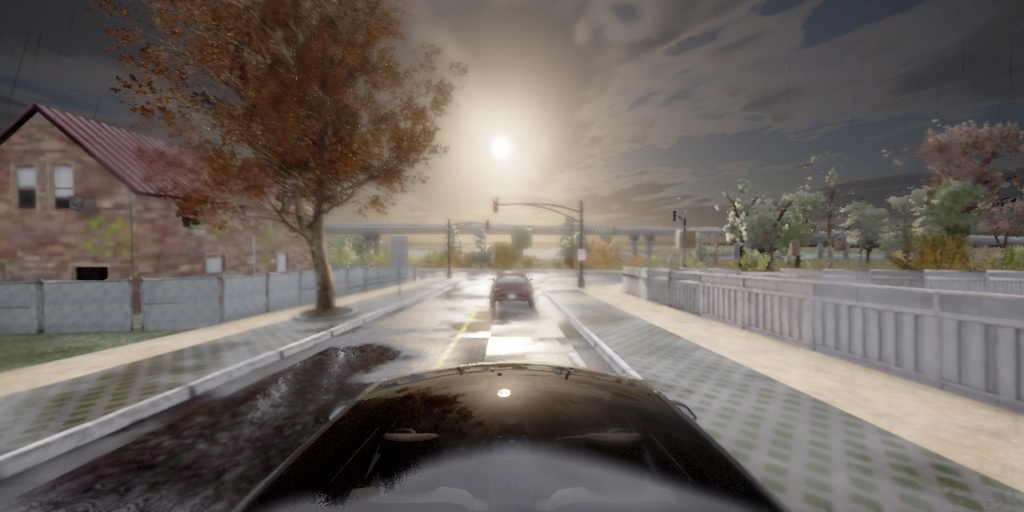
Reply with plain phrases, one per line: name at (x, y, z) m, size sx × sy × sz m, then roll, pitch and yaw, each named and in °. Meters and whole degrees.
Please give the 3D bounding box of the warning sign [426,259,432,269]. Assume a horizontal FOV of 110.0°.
warning sign at (-14.280, 1.340, 61.305) m, size 1.060 × 1.860 × 1.300 m, roll 0°, pitch 0°, yaw 36°

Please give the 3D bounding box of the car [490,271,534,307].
car at (0.003, 1.417, 16.225) m, size 1.812 × 1.442 × 4.674 m, roll 0°, pitch 0°, yaw 0°
